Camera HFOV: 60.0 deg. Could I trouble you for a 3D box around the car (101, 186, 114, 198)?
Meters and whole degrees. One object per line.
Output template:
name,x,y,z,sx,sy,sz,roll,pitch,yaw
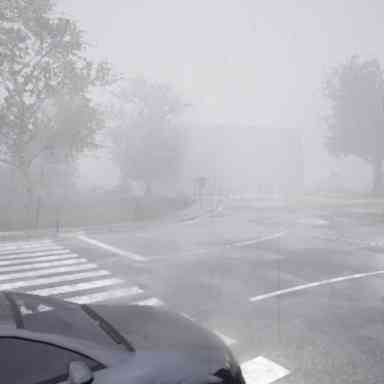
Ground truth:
car,-13.286,0.228,50.489,2.231,1.521,4.892,-1,2,16

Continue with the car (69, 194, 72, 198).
car,-18.091,0.050,54.023,2.435,2.045,5.566,-2,1,16

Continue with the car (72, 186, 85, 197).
car,-15.703,0.014,52.204,2.435,2.045,5.566,-1,2,16

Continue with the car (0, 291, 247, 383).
car,-1.544,1.564,2.625,4.181,1.385,1.994,0,0,-35
